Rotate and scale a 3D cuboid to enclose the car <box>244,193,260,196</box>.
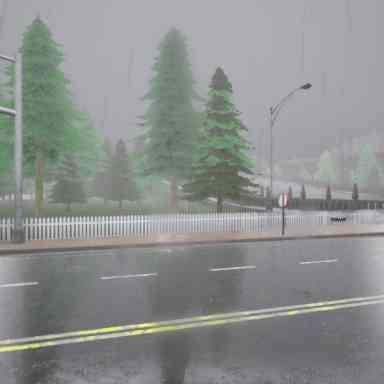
[{"bbox_3d":[10.520,0.220,60.341,2.033,1.411,5.357,0,6,-18],"label":"car"}]

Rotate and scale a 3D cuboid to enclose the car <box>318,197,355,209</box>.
[{"bbox_3d":[19.502,1.470,45.008,1.895,1.301,4.718,0,2,-19],"label":"car"}]

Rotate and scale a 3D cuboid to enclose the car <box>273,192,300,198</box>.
[{"bbox_3d":[14.020,0.918,50.105,2.097,1.767,4.553,0,4,-19],"label":"car"}]

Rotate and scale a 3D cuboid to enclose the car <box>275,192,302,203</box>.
[{"bbox_3d":[15.913,0.869,55.342,1.895,1.301,4.718,0,4,-19],"label":"car"}]

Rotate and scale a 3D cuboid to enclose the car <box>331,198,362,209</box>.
[{"bbox_3d":[17.750,1.573,39.417,1.895,1.301,4.718,0,1,-19],"label":"car"}]
